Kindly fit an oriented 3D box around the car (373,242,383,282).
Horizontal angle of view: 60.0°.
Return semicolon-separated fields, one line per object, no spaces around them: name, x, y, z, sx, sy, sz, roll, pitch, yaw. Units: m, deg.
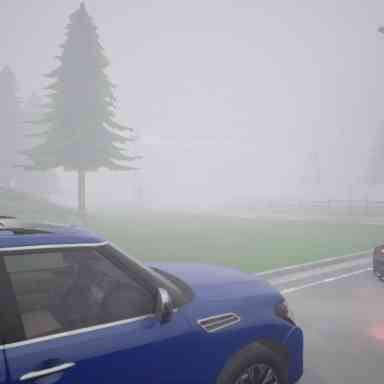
car;6.434;1.505;8.362;4.892;1.490;1.837;0;0;-35

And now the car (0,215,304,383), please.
car;-1.504;1.222;2.674;5.566;2.045;2.150;0;0;-35
